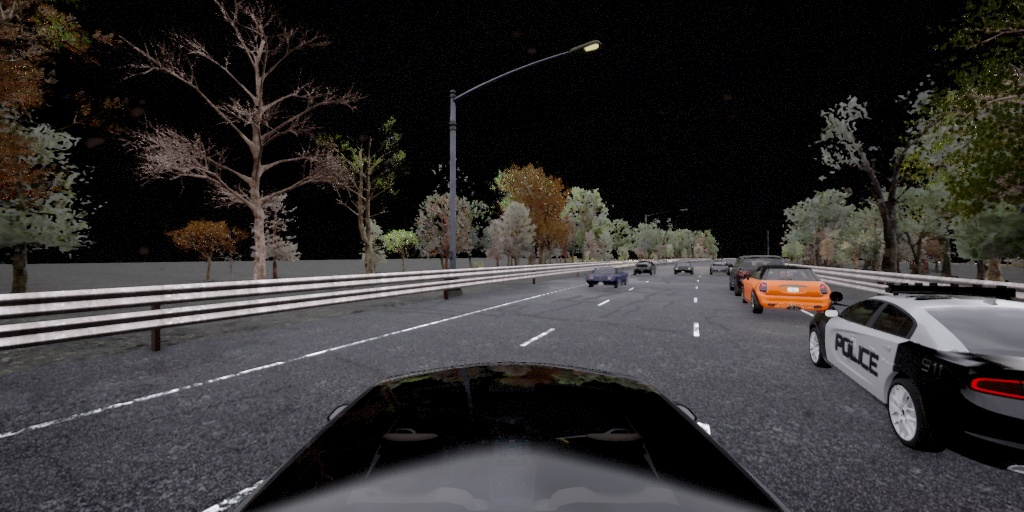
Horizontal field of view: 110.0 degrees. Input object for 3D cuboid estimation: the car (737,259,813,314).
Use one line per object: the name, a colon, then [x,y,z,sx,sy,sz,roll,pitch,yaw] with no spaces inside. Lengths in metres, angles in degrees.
car: [10.027,1.111,13.443,2.097,1.767,4.553,0,0,27]

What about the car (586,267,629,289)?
car: [6.413,1.369,23.692,1.895,1.301,4.718,0,0,28]

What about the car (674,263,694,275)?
car: [19.236,1.396,40.016,1.895,1.301,4.718,0,0,29]

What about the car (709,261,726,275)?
car: [22.681,1.288,39.175,2.128,1.511,4.902,0,0,30]

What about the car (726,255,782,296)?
car: [12.777,0.991,18.758,2.150,2.045,5.566,0,0,28]

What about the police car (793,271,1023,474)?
police car: [5.641,1.178,4.752,1.930,1.638,5.238,0,0,26]

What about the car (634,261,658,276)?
car: [14.266,1.293,38.278,1.837,1.490,4.892,0,0,29]
